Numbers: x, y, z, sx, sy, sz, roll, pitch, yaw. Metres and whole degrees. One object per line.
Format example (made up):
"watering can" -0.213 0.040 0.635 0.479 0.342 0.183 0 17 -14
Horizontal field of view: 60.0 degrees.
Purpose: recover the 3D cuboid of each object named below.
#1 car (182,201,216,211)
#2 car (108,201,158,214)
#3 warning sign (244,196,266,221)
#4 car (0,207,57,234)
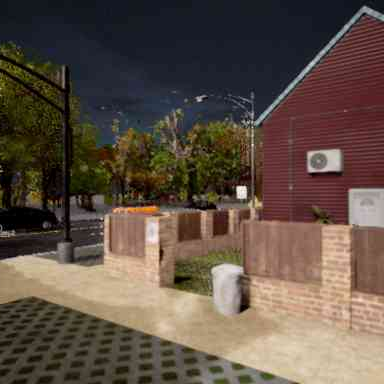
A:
"car" 0.810 1.730 36.232 1.837 1.490 4.892 0 0 35
"car" -4.953 1.546 28.140 2.097 1.767 4.553 0 0 35
"warning sign" 4.833 1.257 25.597 1.300 1.860 1.060 0 0 35
"car" -10.567 1.687 20.253 1.812 1.442 4.674 0 0 35
